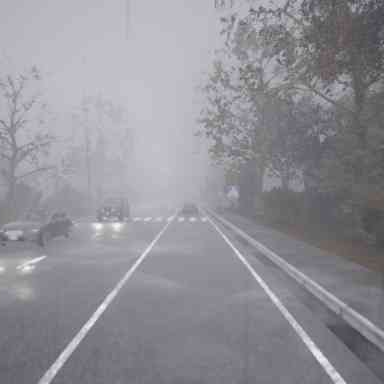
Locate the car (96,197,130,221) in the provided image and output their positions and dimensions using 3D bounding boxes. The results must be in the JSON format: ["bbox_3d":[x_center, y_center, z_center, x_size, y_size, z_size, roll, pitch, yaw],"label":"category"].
[{"bbox_3d":[-7.159,1.505,30.882,2.150,2.045,5.566,0,-1,0],"label":"car"}]

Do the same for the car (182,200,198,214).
[{"bbox_3d":[-0.288,1.966,41.321,1.994,1.385,4.181,0,-1,-1],"label":"car"}]

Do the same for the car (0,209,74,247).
[{"bbox_3d":[-7.114,1.594,15.681,2.128,1.511,4.902,0,-1,0],"label":"car"}]

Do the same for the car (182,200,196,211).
[{"bbox_3d":[-0.459,1.999,51.194,2.033,1.411,5.357,0,0,-1],"label":"car"}]
